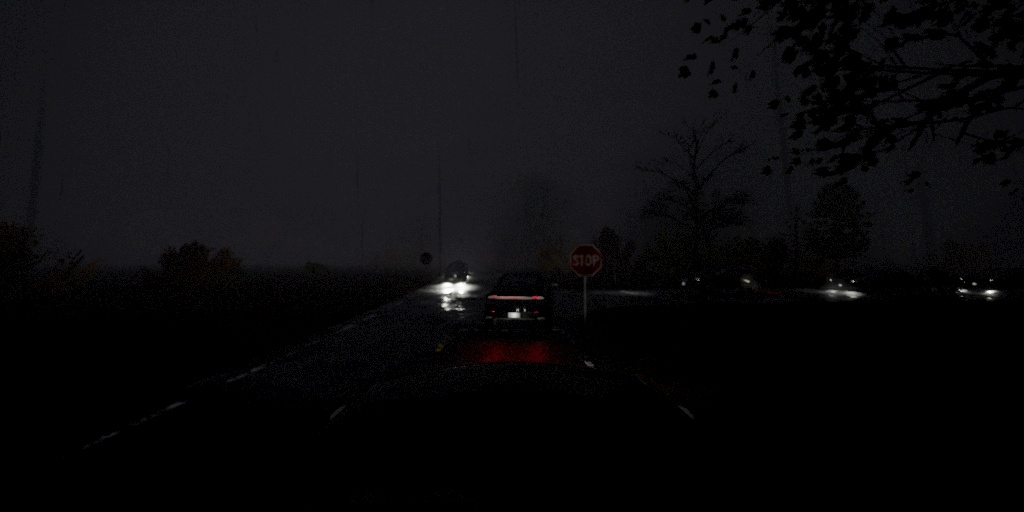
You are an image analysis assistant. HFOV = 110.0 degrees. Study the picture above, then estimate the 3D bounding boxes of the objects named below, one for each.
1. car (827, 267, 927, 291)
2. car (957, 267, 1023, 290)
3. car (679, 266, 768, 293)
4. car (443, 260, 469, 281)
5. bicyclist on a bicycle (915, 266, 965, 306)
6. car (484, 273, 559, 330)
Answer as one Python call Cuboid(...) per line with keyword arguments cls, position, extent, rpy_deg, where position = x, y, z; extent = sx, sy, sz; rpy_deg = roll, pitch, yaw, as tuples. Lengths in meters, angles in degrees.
Cuboid(cls="car", position=(22.883, 1.421, 22.497), extent=(5.357, 1.411, 2.033), rpy_deg=(0, 0, -8))
Cuboid(cls="car", position=(32.901, 1.441, 23.830), extent=(5.357, 1.411, 2.033), rpy_deg=(0, 0, -8))
Cuboid(cls="car", position=(12.366, 1.342, 21.090), extent=(4.902, 1.511, 2.128), rpy_deg=(0, 0, -8))
Cuboid(cls="car", position=(-4.834, 1.350, 31.196), extent=(2.128, 1.511, 4.902), rpy_deg=(0, 0, -6))
Cuboid(cls="bicyclist on a bicycle", position=(18.449, 1.281, 15.500), extent=(0.582, 1.620, 1.656), rpy_deg=(0, -1, -8))
Cuboid(cls="car", position=(0.417, 1.279, 11.419), extent=(2.128, 1.511, 4.902), rpy_deg=(0, 0, 9))
